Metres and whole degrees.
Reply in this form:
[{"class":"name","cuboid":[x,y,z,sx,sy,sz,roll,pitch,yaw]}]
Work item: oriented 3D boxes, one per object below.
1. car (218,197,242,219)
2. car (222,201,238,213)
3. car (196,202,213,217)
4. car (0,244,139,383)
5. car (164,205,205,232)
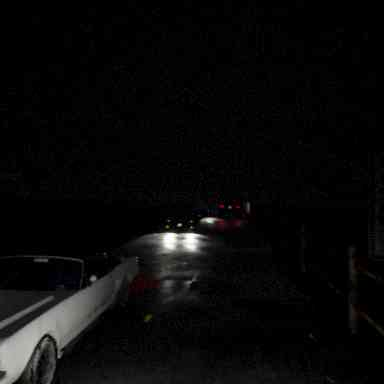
[{"class":"car","cuboid":[3.877,1.563,33.799,2.150,2.045,5.566,0,-1,7]},{"class":"car","cuboid":[5.098,2.003,44.605,2.033,1.411,5.357,0,-1,7]},{"class":"car","cuboid":[1.207,1.811,35.418,1.882,1.535,5.008,0,-1,7]},{"class":"car","cuboid":[-2.368,1.627,5.364,1.895,1.301,4.718,0,0,7]},{"class":"car","cuboid":[-0.503,1.749,21.311,1.994,1.385,4.181,0,-1,6]}]
